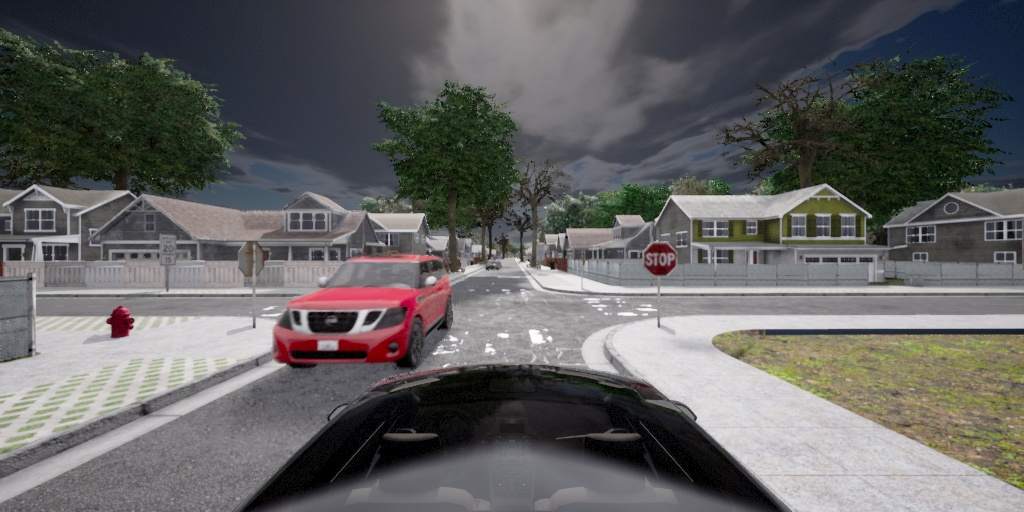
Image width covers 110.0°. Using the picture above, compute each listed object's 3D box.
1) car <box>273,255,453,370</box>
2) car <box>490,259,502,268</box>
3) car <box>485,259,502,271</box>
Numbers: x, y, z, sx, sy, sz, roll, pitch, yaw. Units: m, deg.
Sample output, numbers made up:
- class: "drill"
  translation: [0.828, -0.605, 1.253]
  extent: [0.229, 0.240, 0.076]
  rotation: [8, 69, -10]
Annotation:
- class: "car"
  translation: [-2.748, 0.983, 8.117]
  extent: [2.150, 2.045, 5.566]
  rotation: [0, 0, 0]
- class: "car"
  translation: [-2.724, 1.252, 60.966]
  extent: [1.812, 1.442, 4.674]
  rotation: [0, 0, 0]
- class: "car"
  translation: [-2.728, 1.270, 50.289]
  extent: [1.837, 1.490, 4.892]
  rotation: [0, 0, 0]
